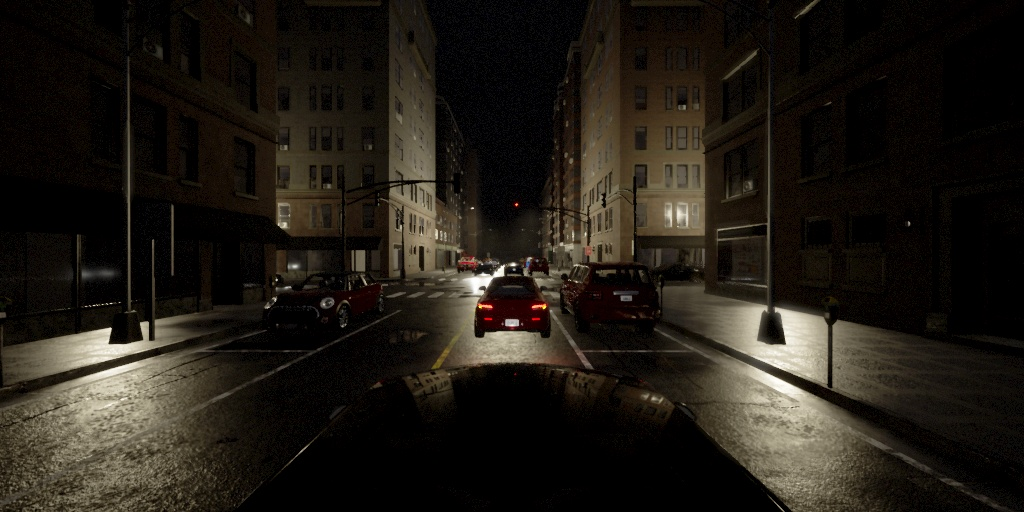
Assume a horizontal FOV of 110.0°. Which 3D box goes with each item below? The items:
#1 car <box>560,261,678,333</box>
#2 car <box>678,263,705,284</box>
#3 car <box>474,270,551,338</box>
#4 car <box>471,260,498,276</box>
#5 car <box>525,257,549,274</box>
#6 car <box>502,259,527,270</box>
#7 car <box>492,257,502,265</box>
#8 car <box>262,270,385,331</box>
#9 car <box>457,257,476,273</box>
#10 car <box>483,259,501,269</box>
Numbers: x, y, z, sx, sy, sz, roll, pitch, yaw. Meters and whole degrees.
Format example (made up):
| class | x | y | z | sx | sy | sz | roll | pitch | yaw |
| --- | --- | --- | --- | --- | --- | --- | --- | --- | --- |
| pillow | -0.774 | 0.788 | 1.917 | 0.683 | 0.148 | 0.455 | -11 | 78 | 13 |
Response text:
| class | x | y | z | sx | sy | sz | roll | pitch | yaw |
| --- | --- | --- | --- | --- | --- | --- | --- | --- | --- |
| car | 2.656 | 1.064 | 10.696 | 2.192 | 1.841 | 5.009 | 0 | 0 | 0 |
| car | 11.486 | 1.240 | 25.774 | 4.674 | 1.442 | 1.812 | 0 | 0 | 0 |
| car | 0.025 | 1.276 | 10.053 | 1.812 | 1.442 | 4.674 | 0 | 0 | 1 |
| car | -2.769 | 1.349 | 36.672 | 1.895 | 1.301 | 4.718 | 0 | 0 | 0 |
| car | 2.781 | 1.063 | 37.752 | 2.192 | 1.841 | 5.009 | 0 | 0 | 0 |
| car | 0.199 | 1.312 | 37.792 | 1.994 | 1.385 | 4.181 | 0 | 0 | 0 |
| car | -2.713 | 1.294 | 57.162 | 2.033 | 1.411 | 5.357 | 0 | 0 | 1 |
| car | -5.369 | 1.189 | 10.714 | 1.967 | 1.591 | 4.097 | 0 | 0 | 0 |
| car | -5.326 | 1.062 | 43.274 | 2.192 | 1.841 | 5.009 | 0 | 0 | 0 |
| car | -2.743 | 1.348 | 46.679 | 1.895 | 1.301 | 4.718 | 0 | 0 | 0 |
